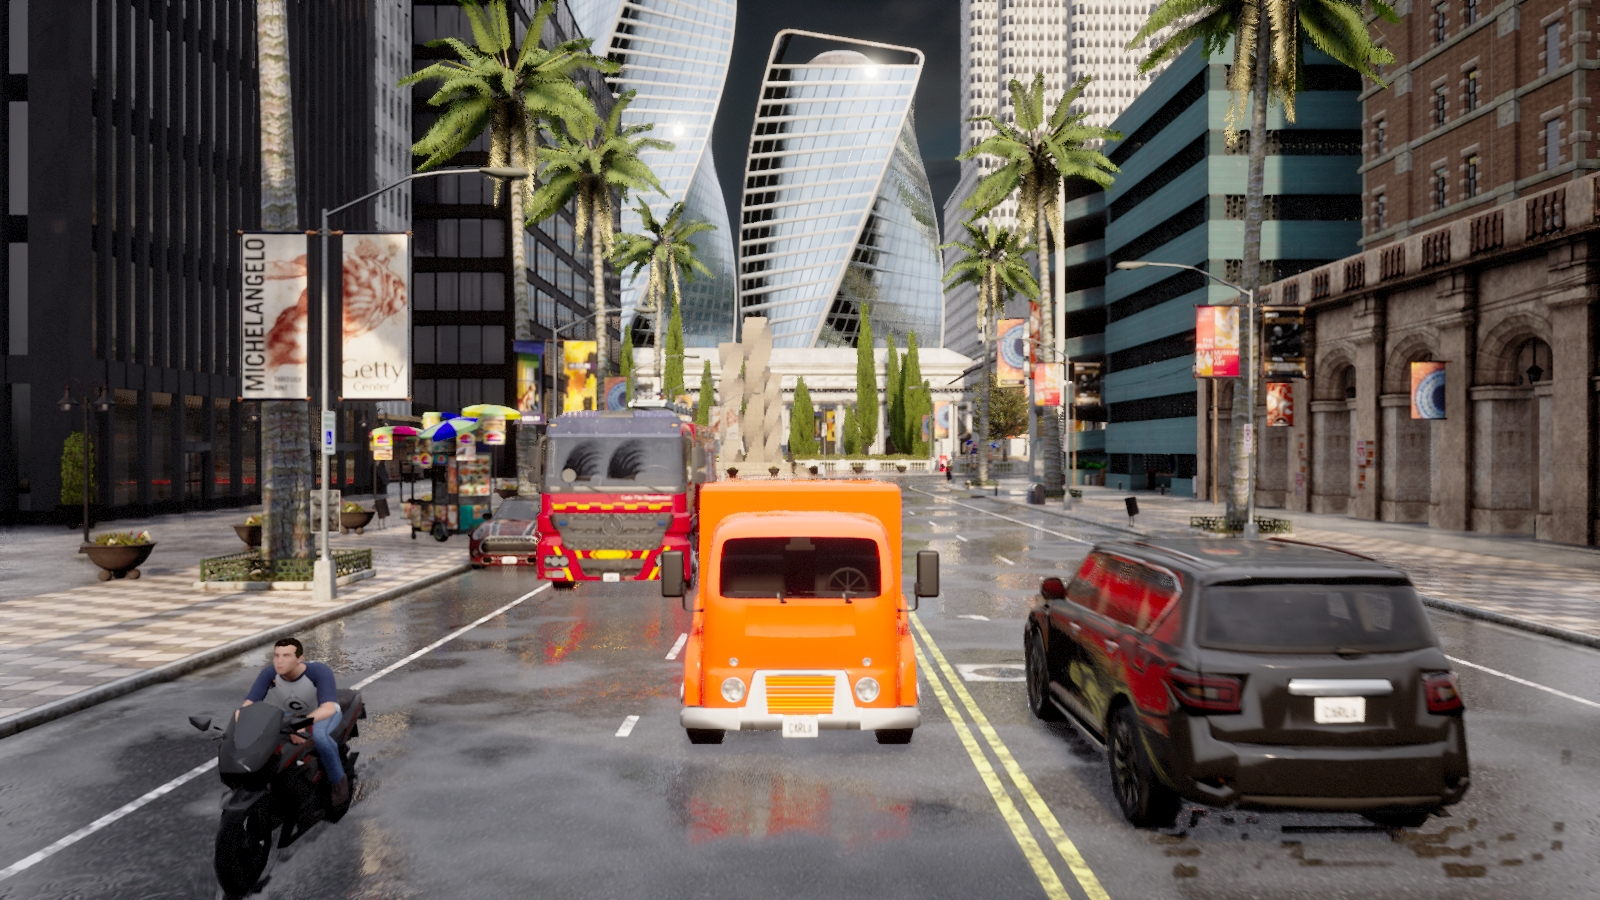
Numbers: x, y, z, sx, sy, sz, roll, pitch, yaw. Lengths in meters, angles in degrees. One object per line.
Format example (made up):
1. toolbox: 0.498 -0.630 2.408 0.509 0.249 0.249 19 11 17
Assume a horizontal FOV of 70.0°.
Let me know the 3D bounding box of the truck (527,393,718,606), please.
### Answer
1. truck: -3.498 0.889 24.782 2.891 3.827 8.468 0 0 0

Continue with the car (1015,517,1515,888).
1. car: 3.501 1.779 10.091 2.150 2.045 5.566 0 0 0

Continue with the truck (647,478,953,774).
1. truck: 0.001 1.576 12.414 2.627 2.467 5.204 0 -1 0
